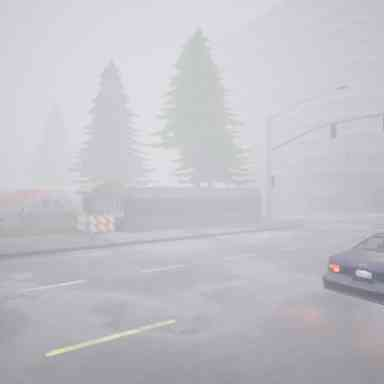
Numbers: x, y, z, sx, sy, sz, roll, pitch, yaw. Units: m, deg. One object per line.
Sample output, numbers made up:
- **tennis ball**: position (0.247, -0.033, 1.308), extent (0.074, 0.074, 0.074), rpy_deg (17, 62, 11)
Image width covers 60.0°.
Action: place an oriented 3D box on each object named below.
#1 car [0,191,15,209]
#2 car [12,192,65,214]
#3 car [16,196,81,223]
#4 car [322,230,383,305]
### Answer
- **car**: position (-28.576, 1.203, 48.978), extent (3.866, 1.878, 1.905), rpy_deg (0, 0, -35)
- **car**: position (-12.169, 1.164, 27.940), extent (4.605, 1.855, 1.932), rpy_deg (0, 0, -35)
- **car**: position (-10.131, 1.333, 23.897), extent (3.988, 1.617, 1.851), rpy_deg (0, 0, -35)
- **car**: position (5.160, 1.529, 7.476), extent (5.357, 1.411, 2.033), rpy_deg (0, 0, -35)
